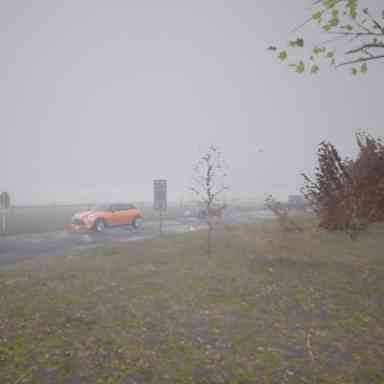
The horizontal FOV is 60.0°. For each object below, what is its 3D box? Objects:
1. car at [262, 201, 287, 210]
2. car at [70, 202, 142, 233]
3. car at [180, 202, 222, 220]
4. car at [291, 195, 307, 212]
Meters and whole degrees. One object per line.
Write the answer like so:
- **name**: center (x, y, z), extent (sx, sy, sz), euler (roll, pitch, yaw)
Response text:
- **car**: center (10.553, 1.791, 43.110), extent (1.895, 1.301, 4.718), euler (0, 0, 36)
- **car**: center (-5.279, 1.464, 20.891), extent (2.097, 1.767, 4.553), euler (0, 0, 35)
- **car**: center (0.874, 1.635, 29.552), extent (2.128, 1.511, 4.902), euler (0, 0, 35)
- **car**: center (14.223, 1.416, 43.241), extent (2.150, 2.045, 5.566), euler (0, 0, 35)
